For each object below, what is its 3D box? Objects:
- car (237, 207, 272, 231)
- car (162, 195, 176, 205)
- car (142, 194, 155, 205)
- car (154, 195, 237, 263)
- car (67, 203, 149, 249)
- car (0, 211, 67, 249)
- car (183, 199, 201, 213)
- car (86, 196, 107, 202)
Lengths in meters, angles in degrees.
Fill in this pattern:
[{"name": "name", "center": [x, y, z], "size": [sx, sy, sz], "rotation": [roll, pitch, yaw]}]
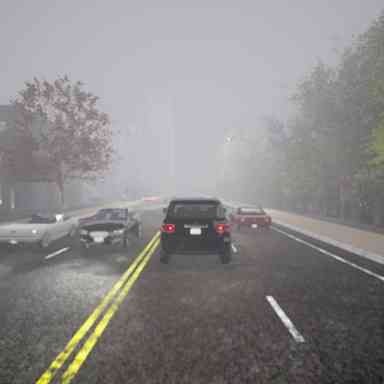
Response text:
[{"name": "car", "center": [3.356, 1.523, 20.071], "size": [1.895, 1.301, 4.718], "rotation": [0, 0, 0]}, {"name": "car", "center": [-3.743, 1.284, 54.779], "size": [2.128, 1.511, 4.902], "rotation": [0, 0, 0]}, {"name": "car", "center": [-6.992, 1.145, 54.894], "size": [2.097, 1.767, 4.553], "rotation": [0, 0, 0]}, {"name": "car", "center": [0.103, 1.175, 11.922], "size": [2.150, 2.045, 5.566], "rotation": [0, 0, 0]}, {"name": "car", "center": [-3.347, 1.436, 14.390], "size": [2.128, 1.511, 4.902], "rotation": [0, 0, 0]}, {"name": "car", "center": [-6.596, 1.545, 14.532], "size": [1.895, 1.301, 4.718], "rotation": [0, 0, 0]}, {"name": "car", "center": [-0.037, 1.463, 35.984], "size": [1.895, 1.301, 4.718], "rotation": [0, 0, -1]}, {"name": "car", "center": [-20.670, 1.550, 71.969], "size": [4.313, 1.339, 1.947], "rotation": [-1, 1, -1]}]
